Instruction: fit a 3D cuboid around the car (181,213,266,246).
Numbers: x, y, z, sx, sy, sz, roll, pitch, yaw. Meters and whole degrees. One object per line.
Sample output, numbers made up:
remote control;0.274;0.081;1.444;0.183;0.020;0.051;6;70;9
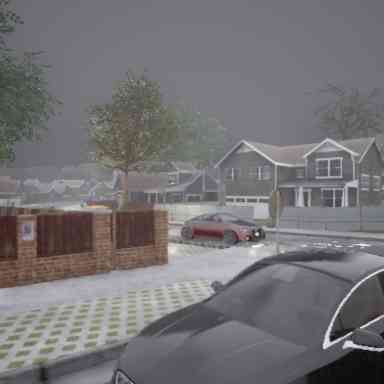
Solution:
car;1.430;1.717;16.132;4.181;1.385;1.994;-1;-1;43

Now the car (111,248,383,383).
car;1.485;1.546;4.015;4.892;1.490;1.837;0;0;-36

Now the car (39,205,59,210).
car;-14.701;2.046;34.147;1.895;1.301;4.718;1;-1;-35

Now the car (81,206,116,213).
car;-6.789;1.769;24.442;1.882;1.535;5.008;1;-2;-42
